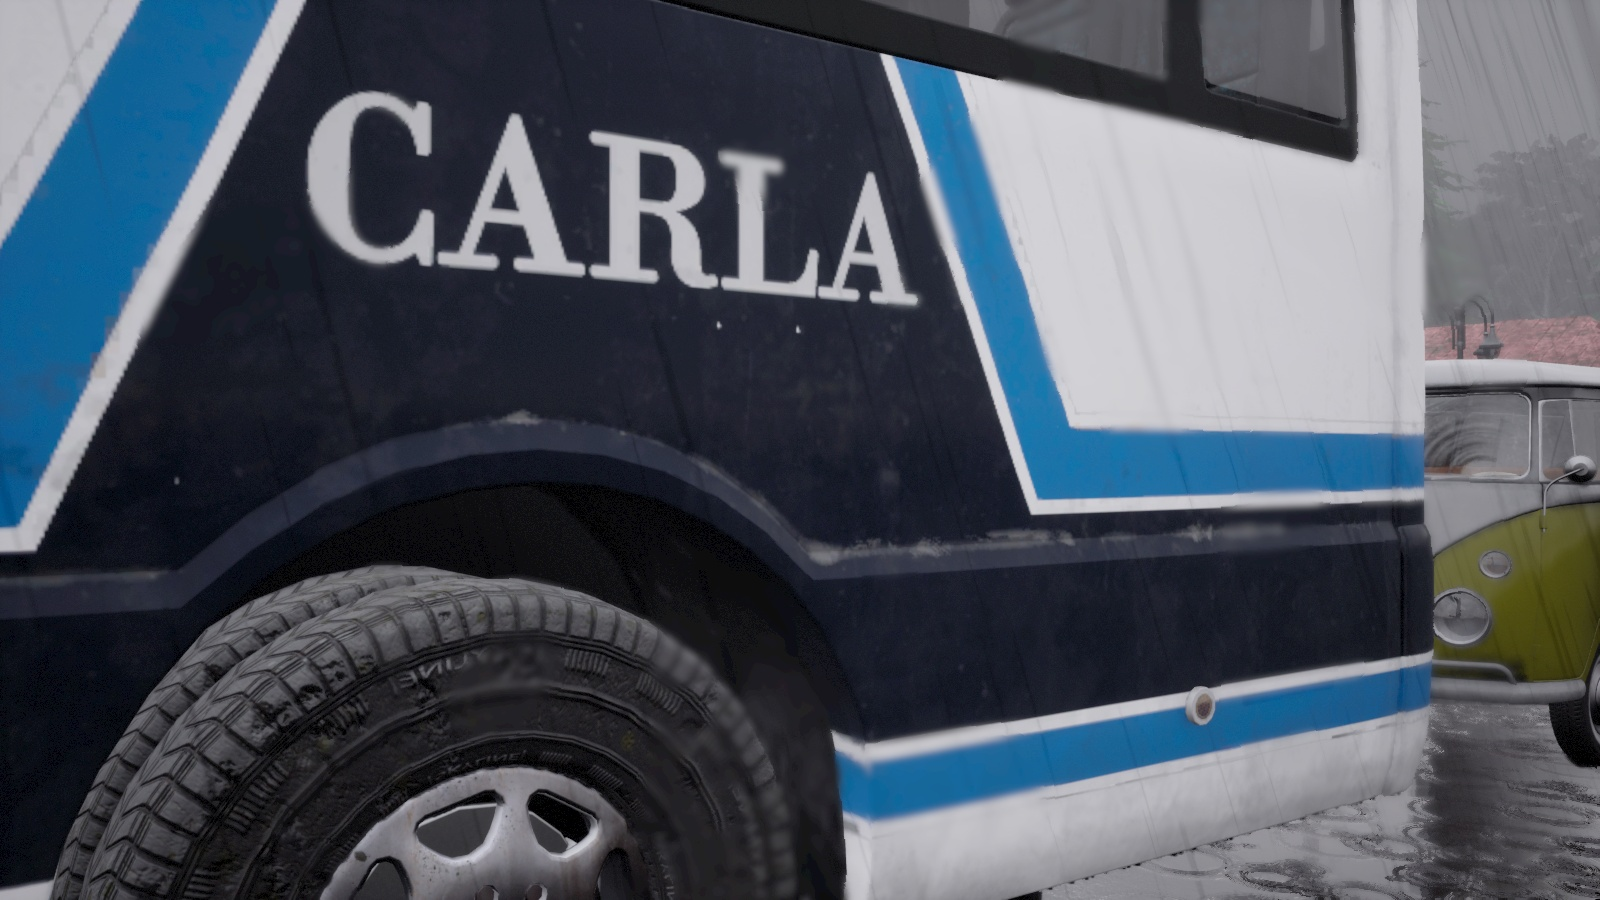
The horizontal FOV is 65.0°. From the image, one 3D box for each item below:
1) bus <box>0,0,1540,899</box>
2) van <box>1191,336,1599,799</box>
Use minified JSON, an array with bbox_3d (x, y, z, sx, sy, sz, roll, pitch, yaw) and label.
[{"bbox_3d":[-3.492,-0.620,1.849,10.273,4.253,3.944,0,0,-35],"label":"bus"},{"bbox_3d":[4.460,0.506,7.382,4.442,1.987,1.775,0,0,-35],"label":"van"}]
